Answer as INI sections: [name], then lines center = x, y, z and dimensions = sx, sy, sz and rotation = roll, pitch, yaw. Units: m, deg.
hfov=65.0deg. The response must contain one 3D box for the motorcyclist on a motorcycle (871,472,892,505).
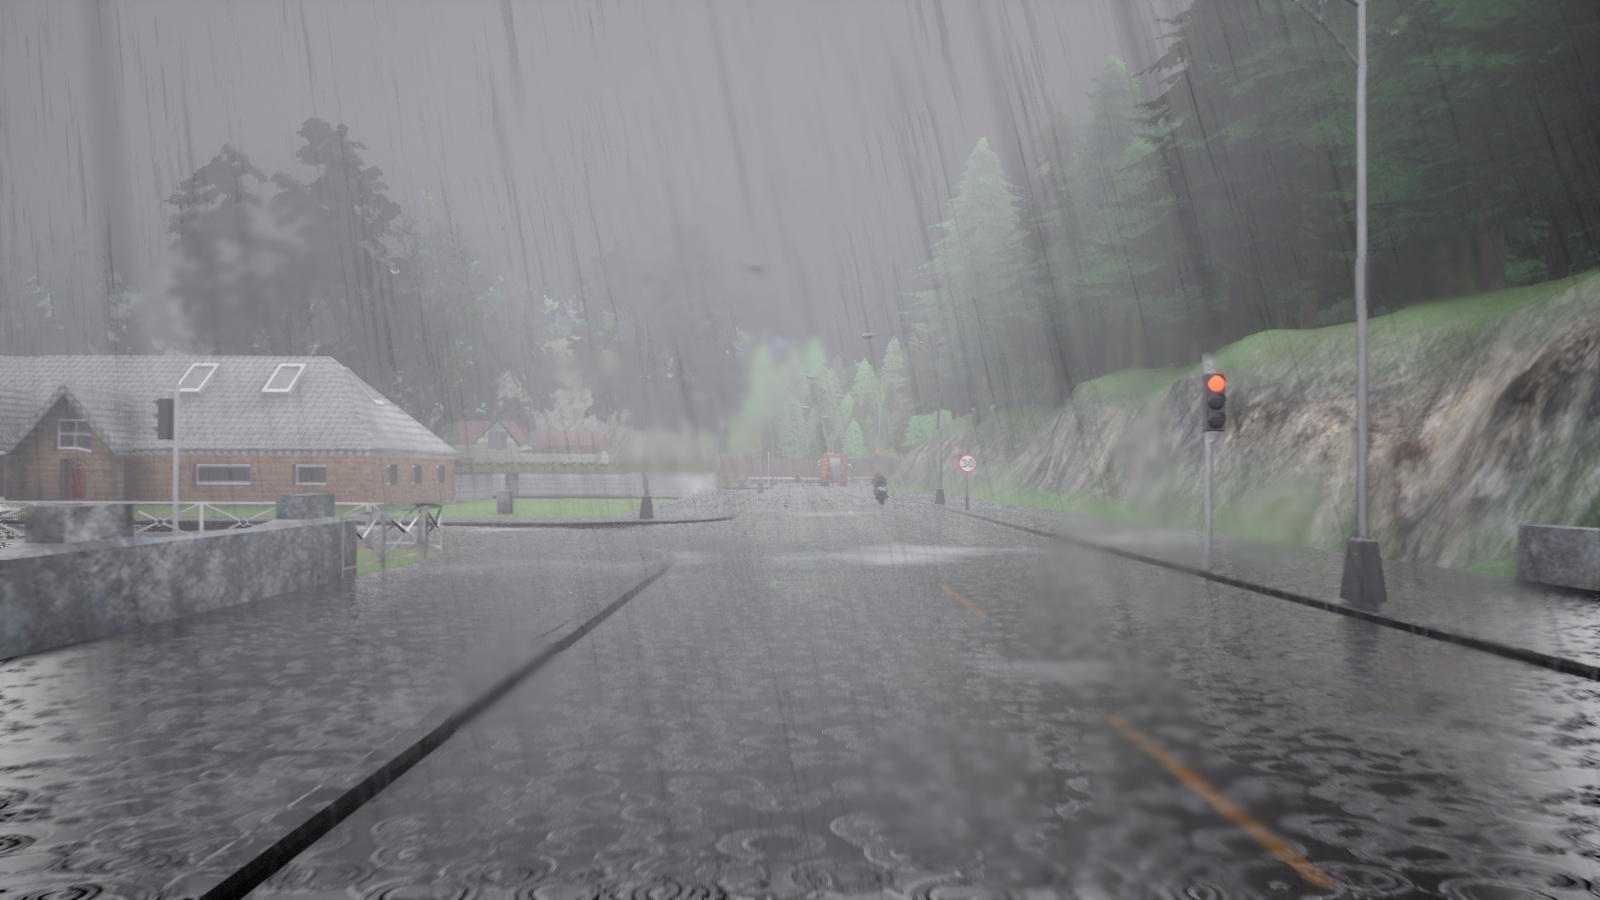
[motorcyclist on a motorcycle]
center = 3.868, 1.837, 59.897
dimensions = 0.866, 1.530, 2.191
rotation = 0, -1, 0
